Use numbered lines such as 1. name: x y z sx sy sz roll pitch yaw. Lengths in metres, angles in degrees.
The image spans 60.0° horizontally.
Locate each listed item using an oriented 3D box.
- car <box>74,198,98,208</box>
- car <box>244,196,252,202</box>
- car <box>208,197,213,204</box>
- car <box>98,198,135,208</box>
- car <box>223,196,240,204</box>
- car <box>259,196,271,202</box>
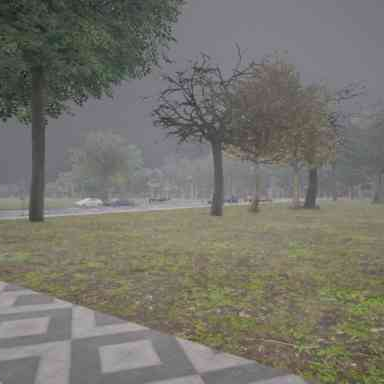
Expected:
1. car: -15.416 1.646 49.760 1.812 1.442 4.674 -1 0 35
2. car: 14.028 1.676 79.882 1.812 1.442 4.674 -1 -1 35
3. car: 4.923 1.669 66.874 1.994 1.385 4.181 -1 -1 35
4. car: -11.013 1.637 50.345 2.033 1.411 5.357 -1 -1 35
5. car: 7.582 1.575 65.003 1.837 1.490 4.892 -1 -1 35
6. car: 17.281 1.672 78.852 1.994 1.385 4.181 -1 -1 35
